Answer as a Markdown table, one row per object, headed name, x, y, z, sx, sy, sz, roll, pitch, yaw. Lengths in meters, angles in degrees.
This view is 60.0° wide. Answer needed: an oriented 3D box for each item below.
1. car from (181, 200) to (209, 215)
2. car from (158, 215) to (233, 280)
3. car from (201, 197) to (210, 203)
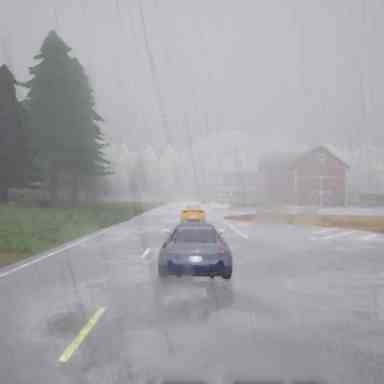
| name | x | y | z | sx | sy | sz | roll | pitch | yaw |
| --- | --- | --- | --- | --- | --- | --- | --- | --- | --- |
| car | 0.100 | 1.635 | 26.666 | 1.882 | 1.535 | 5.008 | 0 | 0 | 0 |
| car | 0.096 | 1.625 | 10.200 | 1.994 | 1.385 | 4.181 | 0 | 0 | 0 |
| car | 2.973 | 1.897 | 75.148 | 1.816 | 1.474 | 4.193 | -6 | 0 | -2 |
